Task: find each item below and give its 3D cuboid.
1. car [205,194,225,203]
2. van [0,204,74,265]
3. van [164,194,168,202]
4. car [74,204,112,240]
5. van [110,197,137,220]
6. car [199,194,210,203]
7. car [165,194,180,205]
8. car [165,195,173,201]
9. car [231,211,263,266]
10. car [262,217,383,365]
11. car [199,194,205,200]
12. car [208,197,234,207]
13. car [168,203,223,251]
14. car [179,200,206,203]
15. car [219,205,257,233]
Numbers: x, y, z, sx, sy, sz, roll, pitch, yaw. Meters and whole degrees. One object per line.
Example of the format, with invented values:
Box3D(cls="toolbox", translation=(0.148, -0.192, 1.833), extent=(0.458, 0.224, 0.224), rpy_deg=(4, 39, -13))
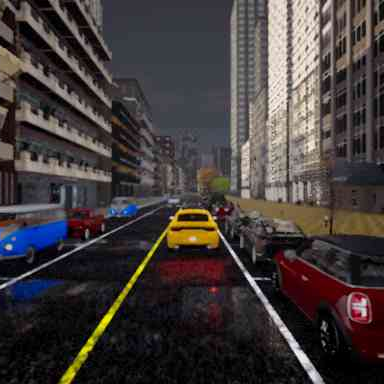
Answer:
Box3D(cls="car", translation=(3.102, 1.233, 41.685), extent=(2.150, 2.045, 5.566), rpy_deg=(0, 0, 0))
Box3D(cls="van", translation=(-5.688, 1.340, 11.349), extent=(1.690, 1.788, 3.998), rpy_deg=(0, 0, 0))
Box3D(cls="van", translation=(-5.696, 1.381, 77.622), extent=(1.690, 1.788, 3.998), rpy_deg=(0, 0, 0))
Box3D(cls="car", translation=(-5.689, 1.543, 16.872), extent=(1.887, 1.381, 4.507), rpy_deg=(0, 0, 0))
Box3D(cls="van", translation=(-5.690, 1.340, 27.917), extent=(1.690, 1.788, 3.998), rpy_deg=(0, 0, 0))
Box3D(cls="car", translation=(2.686, 1.348, 72.101), extent=(2.192, 1.841, 5.009), rpy_deg=(0, 0, 0))
Box3D(cls="car", translation=(-3.067, 1.544, 57.341), extent=(1.812, 1.442, 4.674), rpy_deg=(0, 0, 0))
Box3D(cls="car", translation=(-5.697, 1.573, 82.975), extent=(1.752, 1.417, 4.829), rpy_deg=(0, 0, 0))
Box3D(cls="car", translation=(2.692, 1.550, 11.349), extent=(2.008, 1.369, 4.403), rpy_deg=(0, 0, 0))
Box3D(cls="car", translation=(2.693, 1.439, 5.826), extent=(1.967, 1.590, 4.097), rpy_deg=(0, 0, 0))
Box3D(cls="car", translation=(2.686, 1.578, 66.577), extent=(2.008, 1.369, 4.403), rpy_deg=(0, 0, 0))
Box3D(cls="car", translation=(2.691, 1.439, 27.917), extent=(1.967, 1.590, 4.097), rpy_deg=(0, 0, 0))
Box3D(cls="car", translation=(0.053, 1.476, 14.041), extent=(1.882, 1.535, 5.008), rpy_deg=(0, 0, 0))
Box3D(cls="car", translation=(0.036, 1.600, 27.276), extent=(1.895, 1.301, 4.718), rpy_deg=(0, 0, 1))
Box3D(cls="car", translation=(2.692, 1.549, 16.873), extent=(2.008, 1.369, 4.403), rpy_deg=(0, 0, 0))
